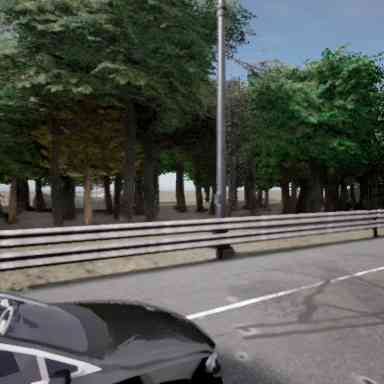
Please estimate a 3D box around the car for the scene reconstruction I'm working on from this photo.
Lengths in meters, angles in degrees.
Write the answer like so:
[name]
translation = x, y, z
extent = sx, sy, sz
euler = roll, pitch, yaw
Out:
[car]
translation = -1.935, 1.488, 2.334
extent = 4.902, 1.511, 2.128
euler = 0, 0, -36
